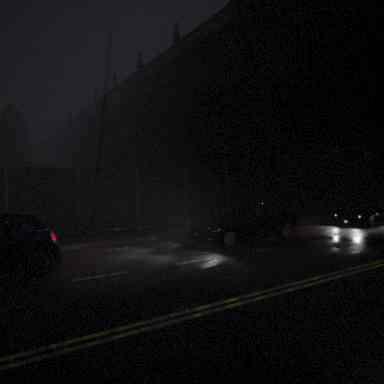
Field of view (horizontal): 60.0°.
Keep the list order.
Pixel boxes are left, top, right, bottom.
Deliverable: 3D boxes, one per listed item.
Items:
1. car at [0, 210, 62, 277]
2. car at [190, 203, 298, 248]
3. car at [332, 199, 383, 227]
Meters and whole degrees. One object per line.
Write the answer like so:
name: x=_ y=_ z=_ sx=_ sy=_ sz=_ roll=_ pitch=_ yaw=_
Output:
car: x=-5.852 y=1.335 z=8.491 sx=4.553 sy=1.767 sz=2.097 roll=-1 pitch=1 yaw=-33
car: x=2.225 y=1.264 z=13.829 sx=5.008 sy=1.535 sz=1.882 roll=-1 pitch=1 yaw=-33
car: x=10.418 y=1.134 z=19.238 sx=5.357 sy=1.411 sz=2.033 roll=-1 pitch=1 yaw=-34
